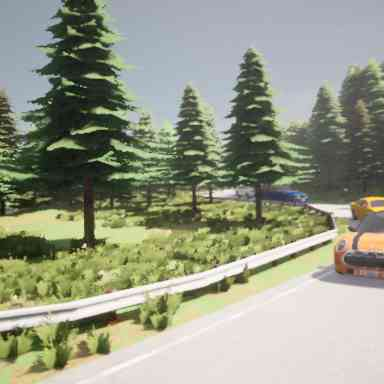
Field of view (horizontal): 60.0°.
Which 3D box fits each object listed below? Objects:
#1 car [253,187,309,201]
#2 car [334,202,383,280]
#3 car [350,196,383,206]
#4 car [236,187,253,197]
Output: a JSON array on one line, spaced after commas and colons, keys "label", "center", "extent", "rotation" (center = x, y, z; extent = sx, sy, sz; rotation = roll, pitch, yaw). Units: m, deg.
[{"label": "car", "center": [8.961, 0.279, 32.931], "extent": [2.150, 2.045, 5.566], "rotation": [-1, 3, -27]}, {"label": "car", "center": [5.936, 1.352, 9.852], "extent": [2.097, 1.767, 4.553], "rotation": [-4, -1, 44]}, {"label": "car", "center": [11.033, 1.064, 19.756], "extent": [1.882, 1.535, 5.008], "rotation": [-3, 2, 8]}, {"label": "car", "center": [7.760, -0.099, 44.769], "extent": [2.150, 2.045, 5.566], "rotation": [-2, 3, -14]}]
